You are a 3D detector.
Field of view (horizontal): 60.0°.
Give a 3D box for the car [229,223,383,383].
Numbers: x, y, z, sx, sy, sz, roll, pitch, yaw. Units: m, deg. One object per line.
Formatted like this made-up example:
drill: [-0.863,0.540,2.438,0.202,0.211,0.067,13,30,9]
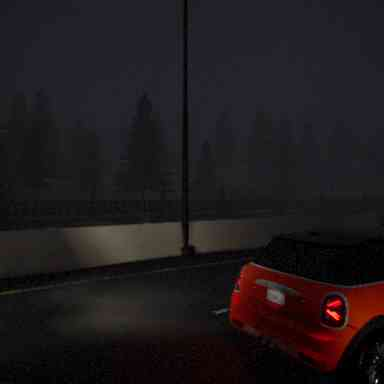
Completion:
car: [2.874,1.356,5.355,4.553,1.767,2.097,0,0,-32]
